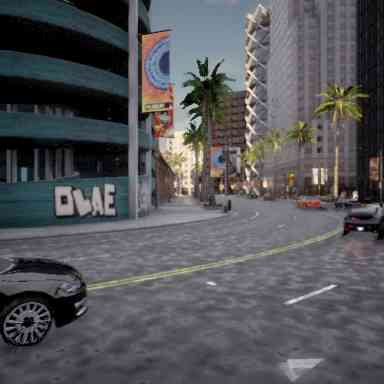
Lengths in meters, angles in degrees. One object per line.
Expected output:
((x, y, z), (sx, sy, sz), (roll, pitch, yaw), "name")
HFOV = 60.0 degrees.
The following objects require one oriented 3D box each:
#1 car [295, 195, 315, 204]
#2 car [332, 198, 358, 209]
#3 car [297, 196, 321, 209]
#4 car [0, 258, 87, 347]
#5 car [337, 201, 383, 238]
((22.220, 1.447, 65.711), (2.231, 1.521, 4.892), (0, 0, -1), "car")
((19.383, 1.483, 41.844), (1.837, 1.490, 4.892), (0, 0, 2), "car")
((15.925, 1.328, 45.564), (2.097, 1.767, 4.553), (0, 0, 0), "car")
((-4.095, 1.488, 4.821), (4.902, 1.511, 2.128), (0, 0, -30), "car")
((9.426, 1.496, 17.980), (1.837, 1.490, 4.892), (1, 0, 33), "car")
